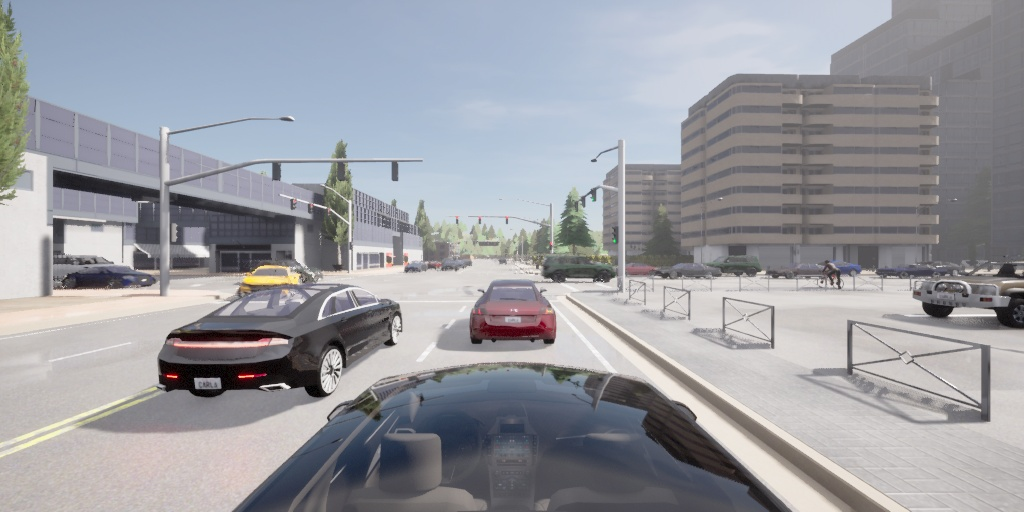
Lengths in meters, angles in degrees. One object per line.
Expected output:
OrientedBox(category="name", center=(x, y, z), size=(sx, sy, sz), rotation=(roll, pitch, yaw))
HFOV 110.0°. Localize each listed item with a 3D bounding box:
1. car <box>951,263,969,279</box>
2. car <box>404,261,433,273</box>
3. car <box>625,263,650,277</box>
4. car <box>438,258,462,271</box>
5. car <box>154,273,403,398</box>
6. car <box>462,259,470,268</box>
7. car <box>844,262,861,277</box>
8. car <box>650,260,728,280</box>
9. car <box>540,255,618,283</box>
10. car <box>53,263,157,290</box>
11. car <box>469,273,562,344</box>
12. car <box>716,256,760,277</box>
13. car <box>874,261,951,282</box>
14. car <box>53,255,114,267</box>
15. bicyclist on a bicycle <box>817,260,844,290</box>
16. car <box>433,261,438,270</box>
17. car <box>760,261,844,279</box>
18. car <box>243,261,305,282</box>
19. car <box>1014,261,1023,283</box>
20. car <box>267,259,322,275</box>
OrientedBox(category="car", center=(41.233, 1.255, 35.359), size=(4.892, 1.490, 1.837), rotation=(0, 0, -1))
OrientedBox(category="car", center=(-11.762, 1.297, 44.435), size=(2.033, 1.411, 5.357), rotation=(0, 0, -1))
OrientedBox(category="car", center=(11.749, 1.314, 34.527), size=(4.181, 1.385, 1.994), rotation=(0, 0, -2))
OrientedBox(category="car", center=(-8.359, 1.314, 48.890), size=(1.994, 1.385, 4.181), rotation=(0, 0, -2))
OrientedBox(category="car", center=(-3.473, 1.242, 6.518), size=(2.128, 1.511, 4.902), rotation=(0, 0, 0))
OrientedBox(category="car", center=(-8.622, 1.297, 59.187), size=(2.033, 1.411, 5.357), rotation=(0, 0, -1))
OrientedBox(category="car", center=(31.118, 1.228, 35.097), size=(5.008, 1.535, 1.882), rotation=(0, 0, -2))
OrientedBox(category="car", center=(15.238, 1.297, 31.129), size=(5.357, 1.411, 2.033), rotation=(0, 0, -2))
OrientedBox(category="car", center=(4.922, 0.971, 27.076), size=(5.566, 2.045, 2.150), rotation=(0, 0, -2))
OrientedBox(category="car", center=(-24.696, 1.314, 22.077), size=(4.181, 1.385, 1.994), rotation=(0, 0, -1))
OrientedBox(category="car", center=(0.012, 1.314, 9.576), size=(1.994, 1.385, 4.181), rotation=(0, 0, 0))
OrientedBox(category="car", center=(21.092, 0.972, 34.806), size=(5.566, 2.045, 2.150), rotation=(0, 0, -2))
OrientedBox(category="car", center=(35.171, 1.351, 31.708), size=(4.718, 1.301, 1.895), rotation=(0, 0, -2))
OrientedBox(category="car", center=(-30.430, 0.970, 25.453), size=(5.566, 2.045, 2.150), rotation=(0, 0, -1))
OrientedBox(category="bicyclist on a bicycle", center=(17.929, 1.052, 20.221), size=(0.582, 1.620, 1.656), rotation=(0, 0, -2))
OrientedBox(category="car", center=(-11.997, 1.351, 54.020), size=(1.895, 1.301, 4.718), rotation=(0, 0, -1))
OrientedBox(category="car", center=(25.308, 1.297, 31.428), size=(5.357, 1.411, 2.033), rotation=(0, 0, -2))
OrientedBox(category="car", center=(-11.825, 1.228, 17.841), size=(1.882, 1.535, 5.008), rotation=(2, -1, -25))
OrientedBox(category="car", center=(43.303, 1.314, 28.308), size=(4.181, 1.385, 1.994), rotation=(0, 0, -1))
OrientedBox(category="car", center=(-16.150, 1.101, 25.814), size=(4.553, 1.767, 2.097), rotation=(0, 0, -2))
